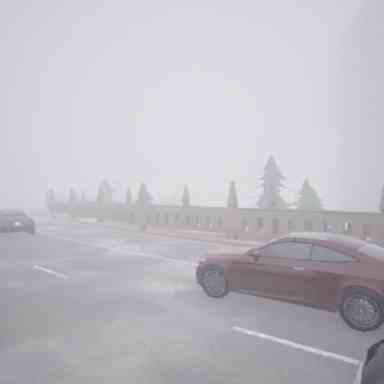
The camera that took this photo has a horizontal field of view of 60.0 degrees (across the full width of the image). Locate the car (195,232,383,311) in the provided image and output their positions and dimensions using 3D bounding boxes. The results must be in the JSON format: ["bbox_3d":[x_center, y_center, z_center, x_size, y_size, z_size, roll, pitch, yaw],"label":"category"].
[{"bbox_3d":[2.245,1.560,6.874,4.674,1.442,1.812,0,0,37],"label":"car"}]

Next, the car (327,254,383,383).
[{"bbox_3d":[3.503,1.502,1.621,4.902,1.511,2.128,0,0,34],"label":"car"}]

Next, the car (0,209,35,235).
[{"bbox_3d":[-10.443,1.641,18.882,1.994,1.385,4.181,0,0,-41],"label":"car"}]
